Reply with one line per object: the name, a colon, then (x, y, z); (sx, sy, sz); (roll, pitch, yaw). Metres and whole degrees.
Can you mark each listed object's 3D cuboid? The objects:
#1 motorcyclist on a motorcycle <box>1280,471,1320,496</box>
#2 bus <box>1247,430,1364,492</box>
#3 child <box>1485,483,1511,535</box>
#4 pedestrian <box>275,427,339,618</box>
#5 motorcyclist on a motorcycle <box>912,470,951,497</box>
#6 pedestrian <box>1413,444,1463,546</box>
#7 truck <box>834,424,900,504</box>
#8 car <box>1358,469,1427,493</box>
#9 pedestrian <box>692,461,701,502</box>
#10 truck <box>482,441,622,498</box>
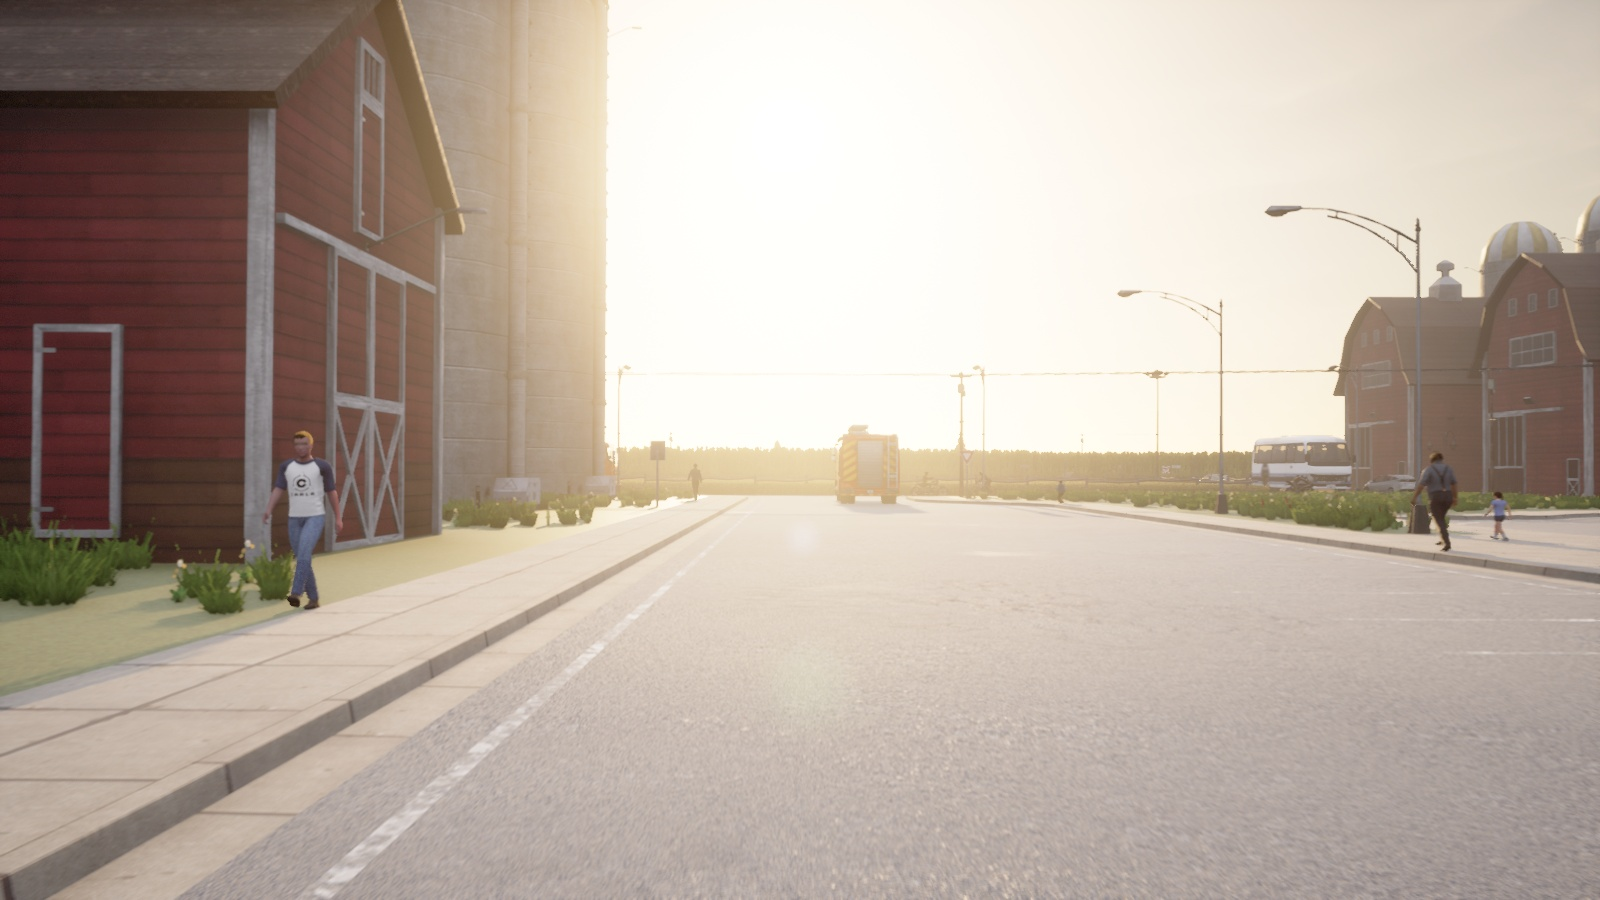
motorcyclist on a motorcycle: (30.651, 2.030, 76.984); (2.191, 1.530, 0.866); (0, -1, -13)
bus: (36.217, 0.838, 90.537); (3.944, 4.253, 10.273); (0, -1, -2)
child: (14.926, 1.254, 26.858); (0.255, 1.110, 0.394); (0, -1, -16)
pedestrian: (-4.877, 0.702, 12.441); (0.354, 1.836, 0.706); (0, -1, -1)
motorcyclist on a motorcycle: (8.013, 2.040, 76.591); (2.350, 1.649, 0.766); (0, -1, 1)
pedestrian: (11.653, 0.815, 22.951); (0.540, 1.848, 0.694); (0, -1, 0)
truck: (3.340, 0.734, 64.404); (2.891, 3.827, 8.468); (0, -1, 0)
car: (38.030, 1.977, 80.692); (2.007, 1.525, 4.514); (0, -1, -4)
pedestrian: (-5.017, 1.527, 60.789); (0.423, 1.949, 0.788); (0, -1, -6)
truck: (-15.105, 1.203, 76.887); (7.936, 3.462, 2.891); (0, -1, 1)
